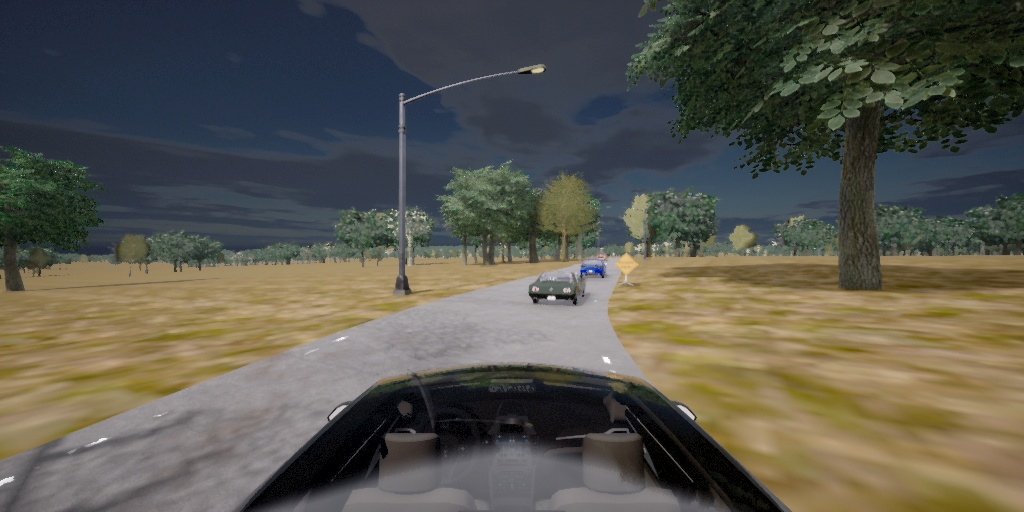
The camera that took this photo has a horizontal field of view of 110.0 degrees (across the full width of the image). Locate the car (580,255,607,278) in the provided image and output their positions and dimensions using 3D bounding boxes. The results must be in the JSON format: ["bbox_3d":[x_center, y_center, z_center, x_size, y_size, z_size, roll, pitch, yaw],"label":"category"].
[{"bbox_3d":[6.851,0.984,29.982,1.882,1.535,5.008,1,1,18],"label":"car"}]

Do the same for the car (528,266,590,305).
[{"bbox_3d":[2.161,1.301,15.805,1.895,1.301,4.718,0,1,17],"label":"car"}]

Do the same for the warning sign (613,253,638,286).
[{"bbox_3d":[6.641,0.761,20.942,1.300,1.860,1.060,0,0,18],"label":"warning sign"}]
